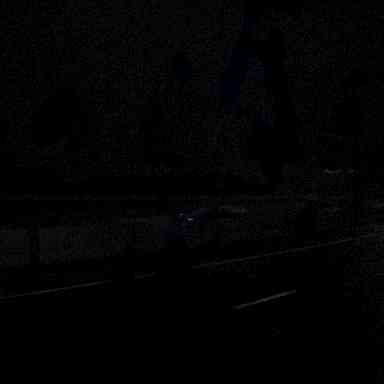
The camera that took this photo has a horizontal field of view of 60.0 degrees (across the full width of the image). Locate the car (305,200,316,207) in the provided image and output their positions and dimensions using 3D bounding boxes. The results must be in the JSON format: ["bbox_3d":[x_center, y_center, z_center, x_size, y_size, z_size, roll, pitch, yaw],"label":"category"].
[{"bbox_3d":[24.514,2.361,67.724,2.033,1.411,5.357,0,-1,34],"label":"car"}]

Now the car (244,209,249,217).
[{"bbox_3d":[3.166,1.875,29.515,4.674,1.442,1.812,1,-1,-44],"label":"car"}]

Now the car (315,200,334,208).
[{"bbox_3d":[25.404,2.305,62.759,2.033,1.411,5.357,0,-1,34],"label":"car"}]

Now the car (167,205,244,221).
[{"bbox_3d":[1.046,1.747,22.854,5.008,1.535,1.882,1,-1,-42],"label":"car"}]

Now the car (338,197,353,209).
[{"bbox_3d":[28.067,1.965,60.453,2.150,2.045,5.566,0,-1,34],"label":"car"}]

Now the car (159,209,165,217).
[{"bbox_3d":[-1.156,2.009,35.041,4.718,1.301,1.895,1,-1,-44],"label":"car"}]

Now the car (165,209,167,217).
[{"bbox_3d":[0.414,1.919,31.686,5.357,1.411,2.033,1,-1,-43],"label":"car"}]

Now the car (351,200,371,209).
[{"bbox_3d":[27.239,2.200,52.956,2.033,1.411,5.357,0,-1,35],"label":"car"}]
